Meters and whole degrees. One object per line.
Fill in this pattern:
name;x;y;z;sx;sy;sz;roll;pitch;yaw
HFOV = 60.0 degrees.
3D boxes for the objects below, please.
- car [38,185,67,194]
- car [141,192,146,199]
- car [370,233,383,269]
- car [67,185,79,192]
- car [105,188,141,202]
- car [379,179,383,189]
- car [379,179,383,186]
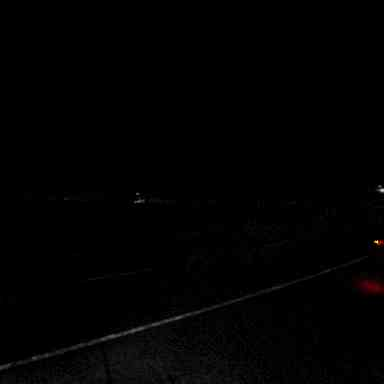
car;-24.050;-0.152;56.274;5.008;1.535;1.882;2;4;31
car;-9.200;0.219;51.138;4.553;1.767;2.097;2;4;32
car;6.822;1.409;9.557;4.181;1.385;1.994;-2;1;-42
car;-22.230;-0.423;59.252;4.892;1.490;1.837;2;4;31
car;-10.291;0.567;47.712;4.902;1.511;2.128;1;4;32
car;34.453;-1.402;58.491;1.882;1.535;5.008;-2;2;29
car;42.186;-2.162;72.786;2.033;1.411;5.357;-2;2;28
